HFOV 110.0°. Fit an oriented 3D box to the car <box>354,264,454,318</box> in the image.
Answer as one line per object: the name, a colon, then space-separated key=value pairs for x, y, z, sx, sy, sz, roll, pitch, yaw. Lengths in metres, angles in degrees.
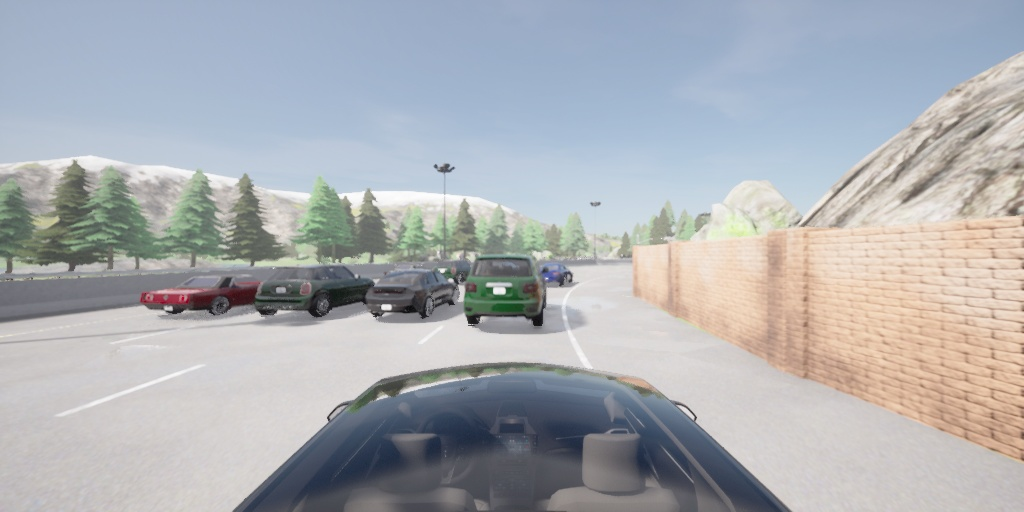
car: x=-3.354 y=1.230 z=12.931 sx=1.837 sy=1.490 sz=4.892 roll=0 pitch=1 yaw=8

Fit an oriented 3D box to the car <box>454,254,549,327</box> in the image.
car: x=-0.016 y=0.950 z=11.684 sx=2.150 sy=2.045 sz=5.566 roll=0 pitch=0 yaw=7

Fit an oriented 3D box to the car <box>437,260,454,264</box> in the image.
car: x=-3.950 y=1.041 z=26.051 sx=2.097 sy=1.767 sz=4.553 roll=0 pitch=0 yaw=19

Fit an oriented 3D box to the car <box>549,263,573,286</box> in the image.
car: x=2.918 y=1.216 z=24.468 sx=1.812 sy=1.442 sz=4.674 roll=0 pitch=0 yaw=20

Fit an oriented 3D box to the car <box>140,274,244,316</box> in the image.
car: x=-10.375 y=1.326 z=13.329 sx=1.895 sy=1.301 sz=4.718 roll=0 pitch=0 yaw=7

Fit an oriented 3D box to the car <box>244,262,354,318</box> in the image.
car: x=-6.844 y=1.075 z=13.178 sx=2.097 sy=1.767 sz=4.553 roll=0 pitch=0 yaw=8
